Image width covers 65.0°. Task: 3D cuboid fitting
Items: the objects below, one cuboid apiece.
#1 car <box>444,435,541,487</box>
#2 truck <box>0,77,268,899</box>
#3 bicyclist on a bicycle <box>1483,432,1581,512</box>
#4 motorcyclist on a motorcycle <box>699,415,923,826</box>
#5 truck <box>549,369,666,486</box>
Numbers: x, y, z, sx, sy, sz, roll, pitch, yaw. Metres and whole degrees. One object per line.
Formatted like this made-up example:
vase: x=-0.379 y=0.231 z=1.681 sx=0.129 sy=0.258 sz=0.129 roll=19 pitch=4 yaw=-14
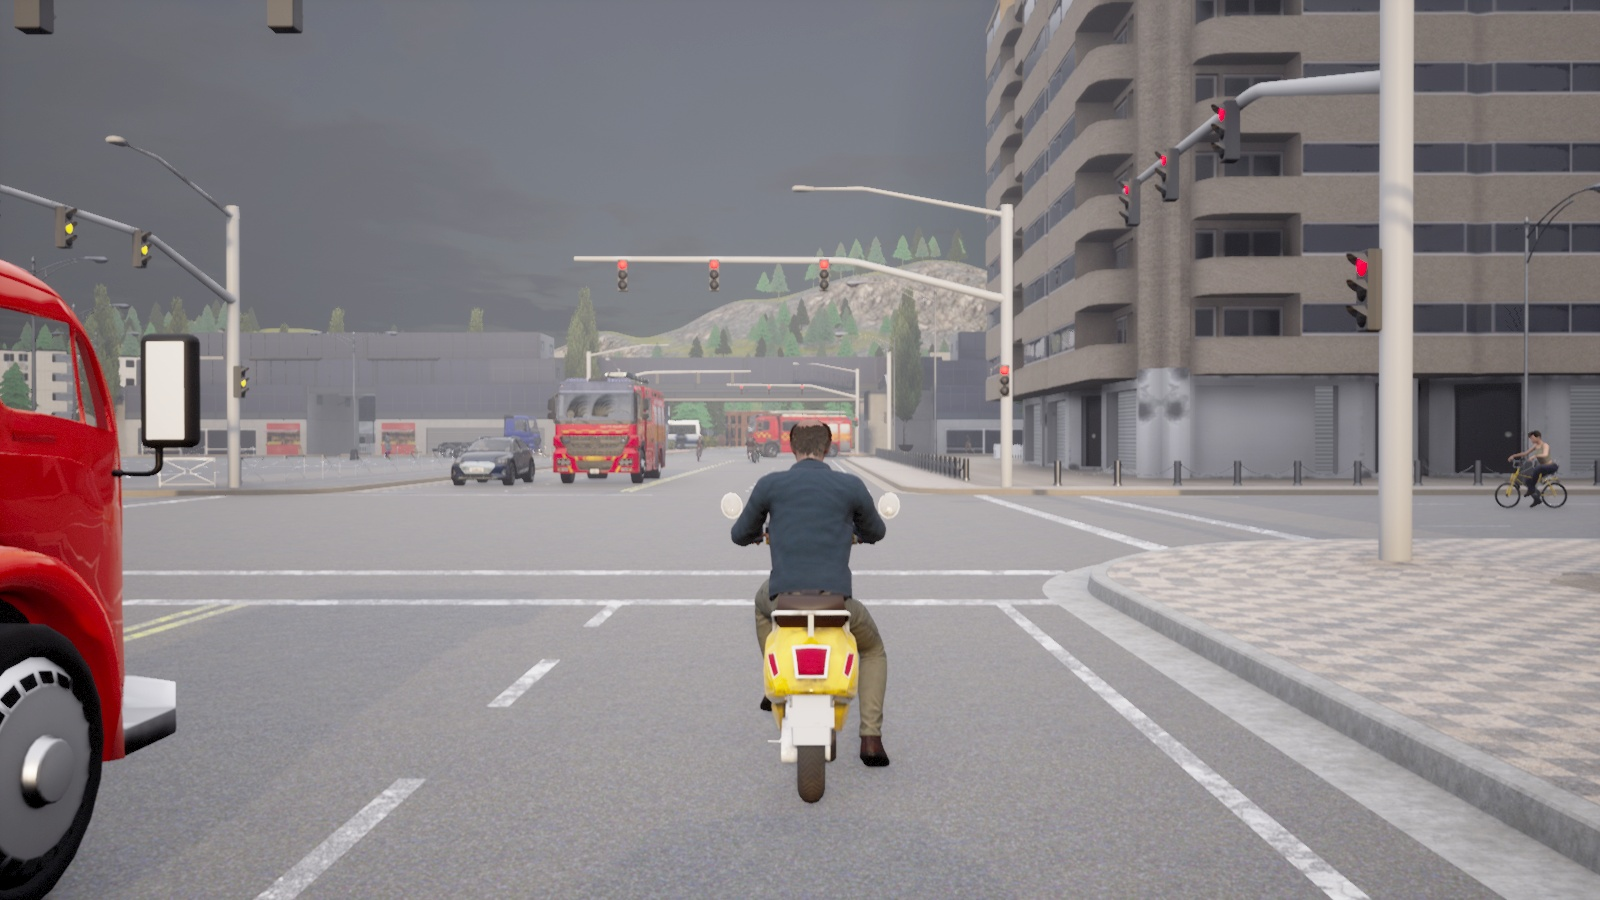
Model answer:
car: x=-10.250 y=0.340 z=42.248 sx=2.033 sy=1.649 sz=4.856 roll=0 pitch=0 yaw=0
truck: x=-3.471 y=0.238 z=2.451 sx=2.627 sy=2.467 sz=5.204 roll=0 pitch=0 yaw=0
bicyclist on a bicycle: x=15.079 y=0.438 z=25.896 sx=1.509 sy=1.612 sz=0.866 roll=0 pitch=0 yaw=0
motorcyclist on a motorcycle: x=0.047 y=0.655 z=5.773 sx=0.866 sy=1.590 sz=1.817 roll=0 pitch=0 yaw=0
truck: x=-6.732 y=-0.775 z=45.246 sx=2.891 sy=3.827 sz=8.468 roll=0 pitch=0 yaw=0
